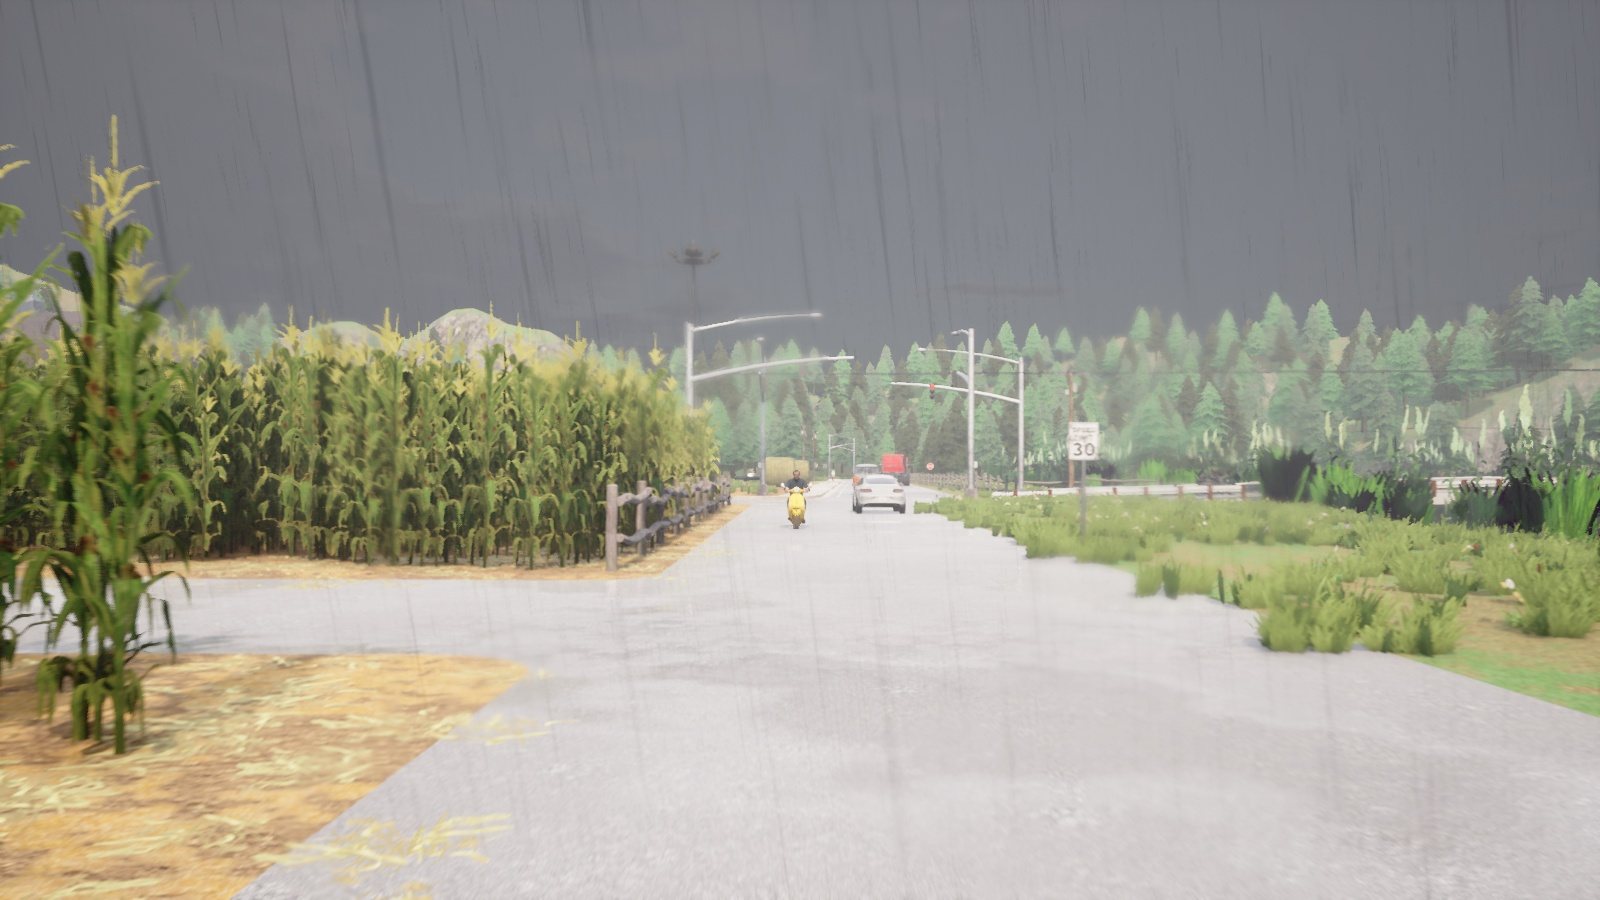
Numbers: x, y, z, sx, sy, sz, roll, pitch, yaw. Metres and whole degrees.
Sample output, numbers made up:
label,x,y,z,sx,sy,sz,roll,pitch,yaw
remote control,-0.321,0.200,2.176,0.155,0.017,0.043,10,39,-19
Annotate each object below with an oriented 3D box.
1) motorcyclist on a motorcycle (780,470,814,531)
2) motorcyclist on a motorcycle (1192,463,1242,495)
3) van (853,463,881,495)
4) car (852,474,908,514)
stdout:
label,x,y,z,sx,sy,sz,roll,pitch,yaw
motorcyclist on a motorcycle,-0.084,1.336,33.895,0.866,1.590,1.817,0,-1,0
motorcyclist on a motorcycle,21.363,1.471,64.389,2.191,1.530,0.866,-3,-1,5
van,4.321,1.876,81.295,1.775,1.987,4.442,0,-1,3
car,2.983,1.628,47.738,1.812,1.442,4.674,0,-1,0
